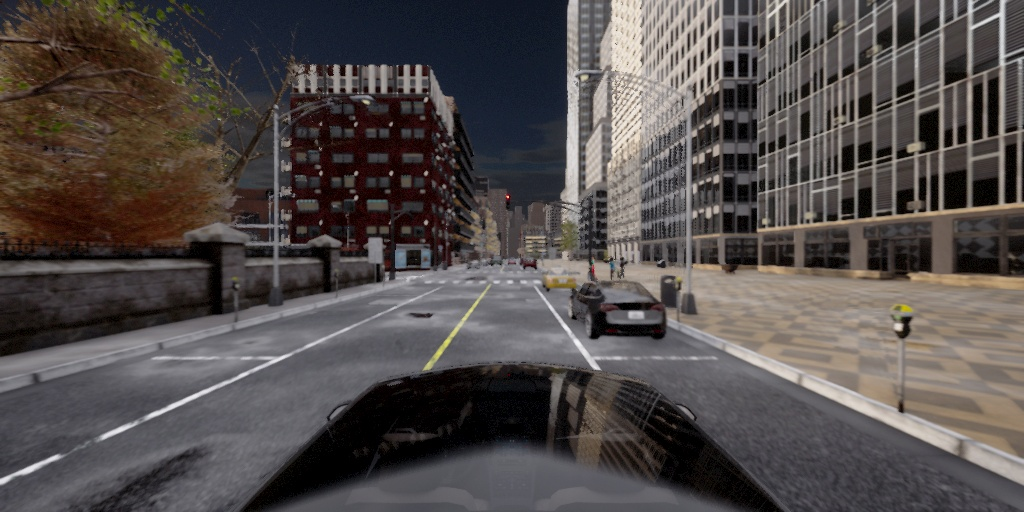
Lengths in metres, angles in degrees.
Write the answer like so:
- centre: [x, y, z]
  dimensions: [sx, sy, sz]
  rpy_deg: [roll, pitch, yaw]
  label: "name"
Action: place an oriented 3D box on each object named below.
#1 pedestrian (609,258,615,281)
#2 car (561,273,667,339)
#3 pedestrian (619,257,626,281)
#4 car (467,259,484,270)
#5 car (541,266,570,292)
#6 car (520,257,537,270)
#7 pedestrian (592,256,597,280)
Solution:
- centre: [7.132, 1.026, 25.782]
  dimensions: [0.375, 1.860, 0.375]
  rpy_deg: [0, 0, 0]
  label: "pedestrian"
- centre: [2.688, 1.312, 9.836]
  dimensions: [1.948, 1.339, 4.313]
  rpy_deg: [0, 0, 0]
  label: "car"
- centre: [8.125, 1.006, 26.382]
  dimensions: [0.375, 1.860, 0.375]
  rpy_deg: [0, 0, 0]
  label: "pedestrian"
- centre: [-5.698, 1.298, 53.512]
  dimensions: [2.007, 1.370, 4.403]
  rpy_deg: [0, 0, 0]
  label: "car"
- centre: [2.687, 1.268, 21.271]
  dimensions: [1.751, 1.417, 4.829]
  rpy_deg: [0, 0, 0]
  label: "car"
- centre: [2.682, 1.063, 53.514]
  dimensions: [2.192, 1.841, 5.009]
  rpy_deg: [0, 0, 0]
  label: "car"
- centre: [6.125, 0.884, 26.981]
  dimensions: [0.375, 1.860, 0.375]
  rpy_deg: [0, 0, 0]
  label: "pedestrian"
